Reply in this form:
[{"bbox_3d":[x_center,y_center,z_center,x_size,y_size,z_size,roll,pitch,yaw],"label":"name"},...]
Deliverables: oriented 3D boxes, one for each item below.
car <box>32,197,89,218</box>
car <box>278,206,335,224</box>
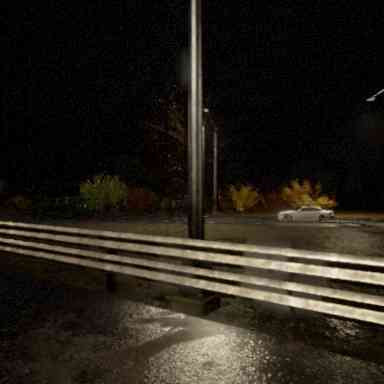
[{"bbox_3d":[-13.252,1.533,33.700,5.566,2.045,2.150,0,0,12],"label":"car"},{"bbox_3d":[9.861,1.926,28.927,4.674,1.442,1.812,0,0,11],"label":"car"}]
